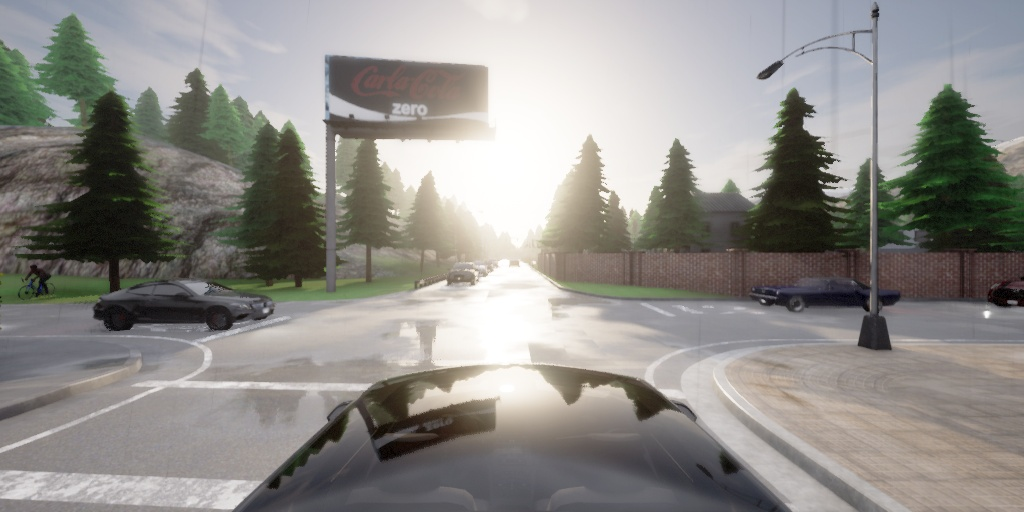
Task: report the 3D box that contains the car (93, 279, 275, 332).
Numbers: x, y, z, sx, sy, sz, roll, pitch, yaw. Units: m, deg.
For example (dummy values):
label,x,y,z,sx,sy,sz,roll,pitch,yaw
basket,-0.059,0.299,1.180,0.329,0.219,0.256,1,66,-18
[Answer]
label,x,y,z,sx,sy,sz,roll,pitch,yaw
car,-10.032,1.446,11.149,4.674,1.442,1.812,0,0,-2

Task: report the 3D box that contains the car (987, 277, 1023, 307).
label,x,y,z,sx,sy,sz,roll,pitch,yaw
car,22.252,1.271,14.286,4.553,1.767,2.097,0,0,1

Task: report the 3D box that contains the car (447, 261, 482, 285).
label,x,y,z,sx,sy,sz,roll,pitch,yaw
car,-3.470,1.240,25.963,1.837,1.490,4.892,0,0,0

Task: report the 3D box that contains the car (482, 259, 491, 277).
label,x,y,z,sx,sy,sz,roll,pitch,yaw
car,-3.414,1.254,35.757,1.812,1.442,4.674,0,0,0

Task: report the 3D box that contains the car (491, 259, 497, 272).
label,x,y,z,sx,sy,sz,roll,pitch,yaw
car,-3.362,1.323,45.839,1.895,1.301,4.718,0,0,0

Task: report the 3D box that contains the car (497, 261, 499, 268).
label,x,y,z,sx,sy,sz,roll,pitch,yaw
car,-3.231,1.221,59.881,1.837,1.490,4.892,0,-1,1

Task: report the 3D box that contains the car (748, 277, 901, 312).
label,x,y,z,sx,sy,sz,roll,pitch,yaw
car,12.404,1.519,14.505,4.718,1.301,1.895,0,0,1

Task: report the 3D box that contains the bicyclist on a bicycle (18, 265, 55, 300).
label,x,y,z,sx,sy,sz,roll,pitch,yaw
bicyclist on a bicycle,-22.754,1.239,17.188,0.582,1.620,1.656,2,3,-12
